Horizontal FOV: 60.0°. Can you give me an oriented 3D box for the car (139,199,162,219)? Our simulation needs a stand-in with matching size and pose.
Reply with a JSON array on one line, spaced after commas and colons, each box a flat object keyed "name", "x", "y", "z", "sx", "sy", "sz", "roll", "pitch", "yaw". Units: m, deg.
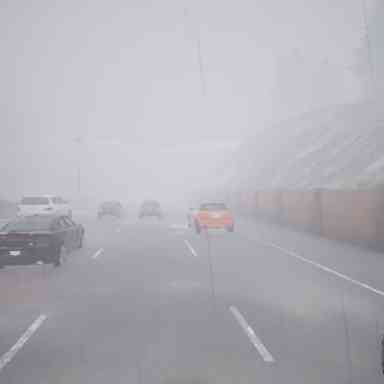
[{"name": "car", "x": -3.680, "y": 1.539, "z": 29.418, "sx": 2.033, "sy": 1.411, "sz": 5.357, "roll": 0, "pitch": 0, "yaw": -7}]

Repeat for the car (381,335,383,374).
[{"name": "car", "x": 3.192, "y": 1.491, "z": 1.737, "sx": 2.128, "sy": 1.511, "sz": 4.902, "roll": 0, "pitch": 0, "yaw": -7}]

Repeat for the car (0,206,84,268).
[{"name": "car", "x": -5.000, "y": 1.475, "z": 11.325, "sx": 1.882, "sy": 1.535, "sz": 5.008, "roll": 0, "pitch": 0, "yaw": -7}]

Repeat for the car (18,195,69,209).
[{"name": "car", "x": -9.911, "y": 1.215, "z": 22.700, "sx": 2.150, "sy": 2.045, "sz": 5.566, "roll": 0, "pitch": 0, "yaw": -7}]

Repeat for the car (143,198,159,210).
[{"name": "car", "x": -5.412, "y": 1.552, "z": 43.595, "sx": 1.994, "sy": 1.385, "sz": 4.181, "roll": 0, "pitch": 0, "yaw": -7}]

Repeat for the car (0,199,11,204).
[{"name": "car", "x": -22.520, "y": 1.468, "z": 37.926, "sx": 1.882, "sy": 1.535, "sz": 5.008, "roll": 0, "pitch": 0, "yaw": -7}]

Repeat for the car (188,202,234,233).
[{"name": "car", "x": 1.013, "y": 1.346, "z": 19.863, "sx": 2.097, "sy": 1.767, "sz": 4.553, "roll": 0, "pitch": 0, "yaw": -7}]

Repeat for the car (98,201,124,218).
[{"name": "car", "x": -7.276, "y": 1.539, "z": 30.007, "sx": 2.033, "sy": 1.411, "sz": 5.357, "roll": 0, "pitch": 0, "yaw": -7}]
